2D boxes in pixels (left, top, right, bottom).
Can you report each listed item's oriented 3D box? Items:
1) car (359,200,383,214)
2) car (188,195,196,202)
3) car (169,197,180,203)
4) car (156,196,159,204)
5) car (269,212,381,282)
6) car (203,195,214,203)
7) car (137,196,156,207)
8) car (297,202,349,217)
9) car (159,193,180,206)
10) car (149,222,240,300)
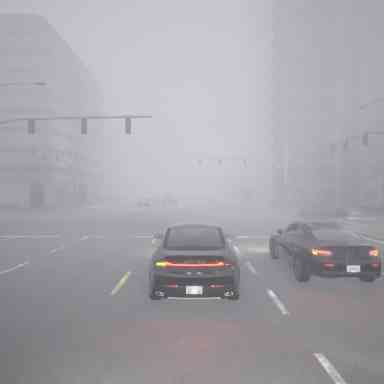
[{"bbox_3d":[20.850,1.547,35.482,5.357,1.411,2.033,0,0,1],"label":"car"},{"bbox_3d":[0.009,1.364,73.874,2.128,1.511,4.902,0,0,0],"label":"car"},{"bbox_3d":[-3.505,1.601,67.492,1.895,1.301,4.718,0,0,0],"label":"car"},{"bbox_3d":[-7.038,1.477,64.053,1.882,1.535,5.008,0,0,1],"label":"car"},{"bbox_3d":[3.565,1.526,9.622,1.812,1.442,4.674,0,0,0],"label":"car"},{"bbox_3d":[3.551,1.502,71.109,1.837,1.490,4.892,0,0,0],"label":"car"},{"bbox_3d":[-7.092,1.547,50.125,2.033,1.411,5.357,0,0,0],"label":"car"},{"bbox_3d":[11.313,1.564,28.899,4.181,1.385,1.994,0,0,10],"label":"car"},{"bbox_3d":[-3.597,1.221,53.365,2.150,2.045,5.566,0,0,1],"label":"car"},{"bbox_3d":[0.059,1.505,8.366,1.837,1.490,4.892,0,0,0],"label":"car"}]
